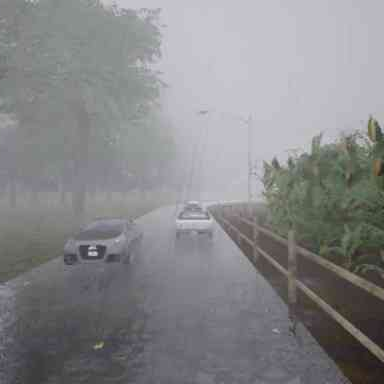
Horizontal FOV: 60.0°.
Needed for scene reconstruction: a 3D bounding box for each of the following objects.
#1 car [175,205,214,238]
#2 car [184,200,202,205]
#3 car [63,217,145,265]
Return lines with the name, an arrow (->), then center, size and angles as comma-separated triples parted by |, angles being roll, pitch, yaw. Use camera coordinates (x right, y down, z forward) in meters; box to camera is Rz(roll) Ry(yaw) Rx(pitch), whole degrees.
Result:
car -> 0.108, 1.613, 17.890 | 1.895, 1.301, 4.718 | 0, 0, 0
car -> 0.117, 1.542, 35.674 | 1.812, 1.442, 4.674 | 0, 0, 0
car -> -2.842, 1.572, 11.505 | 1.994, 1.385, 4.181 | 0, 0, 0
